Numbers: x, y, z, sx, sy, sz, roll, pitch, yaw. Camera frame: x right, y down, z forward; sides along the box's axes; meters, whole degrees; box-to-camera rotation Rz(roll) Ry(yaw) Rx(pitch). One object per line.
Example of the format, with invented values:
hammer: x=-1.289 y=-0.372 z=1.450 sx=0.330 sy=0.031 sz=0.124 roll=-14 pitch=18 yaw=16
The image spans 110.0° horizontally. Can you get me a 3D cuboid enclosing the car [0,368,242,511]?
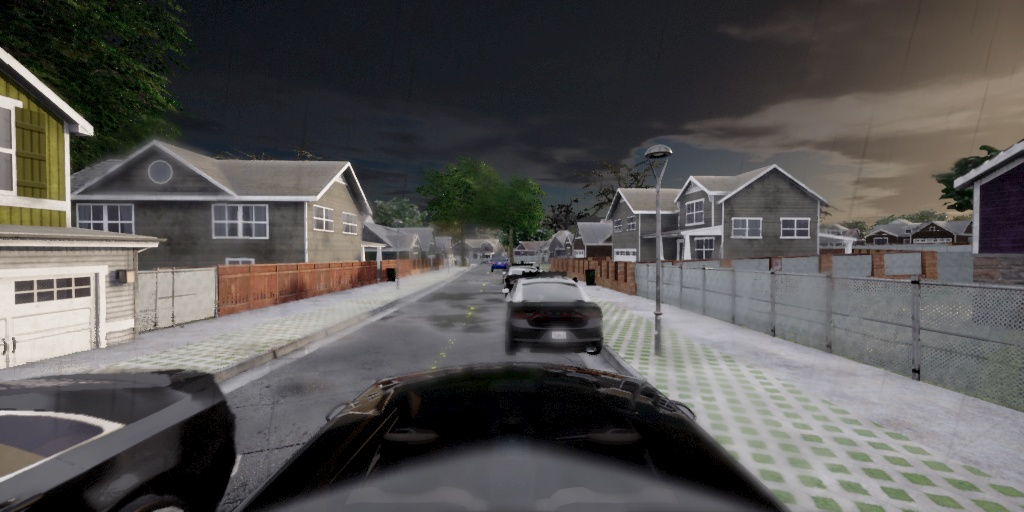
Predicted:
car: x=-2.804 y=1.242 z=0.430 sx=2.128 sy=1.511 sz=4.902 roll=0 pitch=0 yaw=0

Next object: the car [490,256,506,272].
car: x=-1.672 y=1.056 z=47.443 sx=2.150 sy=2.045 sz=5.566 roll=0 pitch=0 yaw=-3

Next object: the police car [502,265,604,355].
police car: x=0.783 y=1.176 z=8.832 sx=1.930 sy=1.638 sz=5.238 roll=0 pitch=0 yaw=-1

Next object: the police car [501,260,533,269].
police car: x=0.536 y=1.187 z=18.877 sx=1.930 sy=1.638 sz=5.238 roll=0 pitch=0 yaw=-2
